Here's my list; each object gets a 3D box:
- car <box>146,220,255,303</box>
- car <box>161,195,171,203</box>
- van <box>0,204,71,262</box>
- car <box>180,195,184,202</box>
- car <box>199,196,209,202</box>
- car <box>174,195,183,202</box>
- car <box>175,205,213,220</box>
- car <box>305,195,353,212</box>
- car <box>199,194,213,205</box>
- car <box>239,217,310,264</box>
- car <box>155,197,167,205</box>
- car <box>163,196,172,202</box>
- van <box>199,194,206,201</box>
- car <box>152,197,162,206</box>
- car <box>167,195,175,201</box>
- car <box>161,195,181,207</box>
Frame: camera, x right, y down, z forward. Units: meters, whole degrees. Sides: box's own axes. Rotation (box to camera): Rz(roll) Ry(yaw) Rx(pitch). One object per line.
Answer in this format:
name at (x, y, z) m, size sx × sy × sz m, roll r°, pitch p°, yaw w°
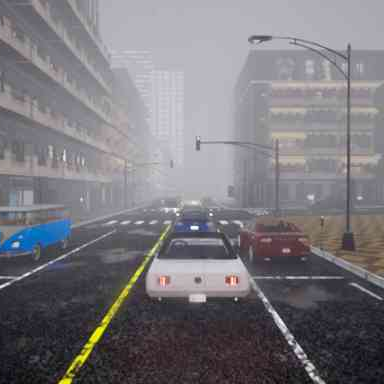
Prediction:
car at (0.110, 1.600, 8.134) m, size 1.895 × 1.301 × 4.718 m, roll 0°, pitch 0°, yaw 0°
car at (-5.611, 1.467, 71.795) m, size 1.967 × 1.590 × 4.097 m, roll -1°, pitch 0°, yaw 0°
van at (-5.686, 1.340, 11.736) m, size 1.690 × 1.788 × 3.998 m, roll 0°, pitch 0°, yaw 0°
car at (-2.995, 1.565, 60.714) m, size 2.033 × 1.411 × 5.357 m, roll 0°, pitch 0°, yaw 0°
car at (2.778, 1.583, 77.307) m, size 2.008 × 1.369 × 4.403 m, roll -1°, pitch 0°, yaw 0°
car at (-2.909, 1.529, 74.615) m, size 1.837 × 1.490 × 4.892 m, roll 0°, pitch 0°, yaw 0°
car at (0.118, 1.563, 16.872) m, size 1.994 × 1.385 × 4.181 m, roll 0°, pitch 0°, yaw 0°
car at (14.192, 1.093, 34.677) m, size 4.553 × 1.767 × 2.097 m, roll -1°, pitch 0°, yaw 2°
car at (2.756, 1.458, 60.724) m, size 1.967 × 1.590 × 4.097 m, roll -1°, pitch 0°, yaw 0°
car at (2.696, 1.544, 11.724) m, size 1.887 × 1.381 × 4.507 m, roll 0°, pitch 0°, yaw 0°
car at (-5.623, 1.583, 60.739) m, size 1.947 × 1.339 × 4.313 m, roll 0°, pitch 0°, yaw 0°
car at (-5.603, 1.614, 77.323) m, size 1.802 × 1.307 × 4.206 m, roll -1°, pitch 0°, yaw 0°
van at (2.789, 1.385, 88.363) m, size 1.690 × 1.788 × 3.998 m, roll -1°, pitch 0°, yaw 0°
car at (-5.630, 1.564, 55.212) m, size 2.008 × 1.369 × 4.403 m, roll 0°, pitch 0°, yaw 0°
car at (-5.590, 1.569, 88.209) m, size 1.752 × 1.417 × 4.829 m, roll -1°, pitch 0°, yaw 0°
car at (-3.033, 1.573, 49.543) m, size 1.994 × 1.385 × 4.181 m, roll 0°, pitch 0°, yaw 0°
